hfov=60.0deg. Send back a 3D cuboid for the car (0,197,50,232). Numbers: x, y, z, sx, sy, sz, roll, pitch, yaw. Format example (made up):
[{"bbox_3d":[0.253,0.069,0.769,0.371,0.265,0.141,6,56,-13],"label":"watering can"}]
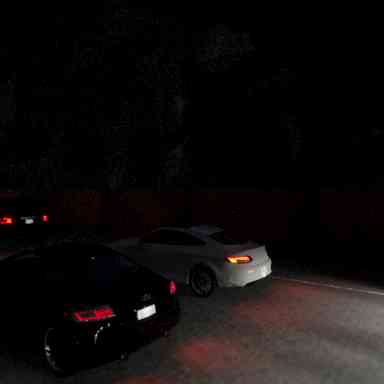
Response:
[{"bbox_3d":[-8.407,1.221,14.306,5.566,2.045,2.150,0,0,36],"label":"car"}]

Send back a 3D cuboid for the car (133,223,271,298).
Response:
[{"bbox_3d":[-0.320,1.526,8.525,4.674,1.442,1.812,0,0,36],"label":"car"}]

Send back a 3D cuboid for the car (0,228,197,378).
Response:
[{"bbox_3d":[-2.234,1.564,5.591,4.181,1.385,1.994,0,0,36],"label":"car"}]
